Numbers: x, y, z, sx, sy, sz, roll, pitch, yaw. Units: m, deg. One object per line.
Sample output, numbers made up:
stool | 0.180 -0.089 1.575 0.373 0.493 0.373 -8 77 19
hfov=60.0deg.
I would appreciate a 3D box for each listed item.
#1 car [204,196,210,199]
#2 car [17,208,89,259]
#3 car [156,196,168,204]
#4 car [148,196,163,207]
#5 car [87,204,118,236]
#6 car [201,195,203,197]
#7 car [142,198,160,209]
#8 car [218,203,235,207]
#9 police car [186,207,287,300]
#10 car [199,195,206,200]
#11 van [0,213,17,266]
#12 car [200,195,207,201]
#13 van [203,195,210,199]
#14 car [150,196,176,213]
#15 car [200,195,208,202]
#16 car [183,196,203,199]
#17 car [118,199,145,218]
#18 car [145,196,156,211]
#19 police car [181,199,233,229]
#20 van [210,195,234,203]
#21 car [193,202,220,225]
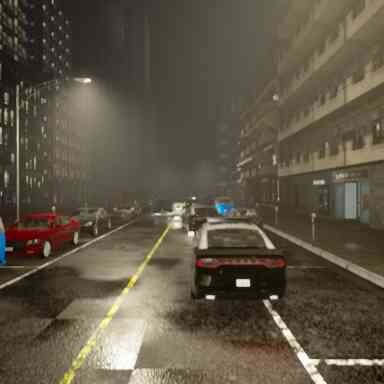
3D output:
car | 2.777 1.509 40.161 1.887 1.381 4.507 0 0 0
car | -5.666 1.528 12.567 1.887 1.381 4.507 0 0 0
car | -5.554 1.525 62.273 1.947 1.339 4.313 0 0 0
car | -5.579 1.401 51.227 1.967 1.590 4.097 0 0 0
car | -5.654 1.544 18.090 1.947 1.339 4.313 0 0 0
car | 2.852 1.526 73.299 1.947 1.339 4.313 0 0 0
car | -5.591 1.514 45.704 2.008 1.369 4.403 0 0 0
car | 2.727 1.529 18.071 2.008 1.369 4.403 0 0 0
police car | 0.918 1.414 8.514 1.930 1.638 5.238 0 0 0
car | 2.901 1.518 95.391 1.887 1.381 4.507 0 0 0
van | -5.679 1.332 7.043 1.690 1.788 3.998 0 0 0
car | 2.876 1.491 84.515 1.752 1.417 4.829 0 0 0
van | 2.789 1.304 45.684 1.690 1.788 3.998 0 0 0
car | -3.004 1.514 36.364 2.033 1.411 5.357 0 0 0
car | 2.865 1.488 78.991 1.752 1.417 4.829 0 0 0
car | 0.128 1.564 44.017 1.895 1.301 4.718 0 0 1
car | -5.629 1.410 29.136 1.967 1.590 4.097 0 0 0
car | -5.604 1.515 40.180 2.008 1.369 4.403 0 0 0
police car | 0.503 1.403 18.414 1.930 1.638 5.238 0 0 -8
van | 2.751 1.311 29.116 1.690 1.788 3.998 0 0 0
car | 0.954 1.499 24.405 1.812 1.442 4.674 0 0 0
